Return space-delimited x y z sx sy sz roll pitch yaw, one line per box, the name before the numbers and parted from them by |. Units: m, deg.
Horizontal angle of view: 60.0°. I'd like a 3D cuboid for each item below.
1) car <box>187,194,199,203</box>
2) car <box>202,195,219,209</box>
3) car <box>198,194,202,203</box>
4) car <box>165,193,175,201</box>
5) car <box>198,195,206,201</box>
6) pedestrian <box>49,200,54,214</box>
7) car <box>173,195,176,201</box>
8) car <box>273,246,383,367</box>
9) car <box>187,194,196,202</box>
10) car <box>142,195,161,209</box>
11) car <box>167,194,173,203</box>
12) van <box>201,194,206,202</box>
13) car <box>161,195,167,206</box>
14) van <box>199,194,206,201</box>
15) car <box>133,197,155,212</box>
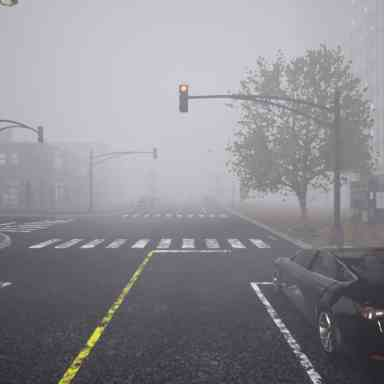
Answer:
car | 0.030 1.570 69.546 1.994 1.385 4.181 0 0 1
car | 2.654 1.529 43.977 1.752 1.417 4.829 0 0 0
car | 2.639 1.556 60.460 2.008 1.369 4.403 0 0 0
car | -5.766 1.324 88.205 2.192 1.841 5.009 0 0 0
car | 2.614 1.535 88.385 1.752 1.417 4.829 0 0 0
pedestrian | -12.776 1.319 30.243 0.375 1.300 0.375 0 -1 -1
car | -5.761 1.559 82.654 2.008 1.369 4.403 0 0 0
car | 2.689 1.566 5.778 1.947 1.339 4.313 0 0 0
car | -0.070 1.363 79.465 2.097 1.767 4.553 0 0 0
car | -5.725 1.318 43.797 2.192 1.841 5.009 0 0 0
car | -5.751 1.532 71.382 1.752 1.417 4.829 0 0 0
van | 2.650 1.345 49.359 1.690 1.788 3.998 0 0 0
car | -5.736 1.555 54.899 2.008 1.369 4.403 0 0 0
van | 2.621 1.349 82.664 1.690 1.788 3.998 0 0 0
car | -5.721 1.585 38.246 1.802 1.307 4.206 0 0 0
